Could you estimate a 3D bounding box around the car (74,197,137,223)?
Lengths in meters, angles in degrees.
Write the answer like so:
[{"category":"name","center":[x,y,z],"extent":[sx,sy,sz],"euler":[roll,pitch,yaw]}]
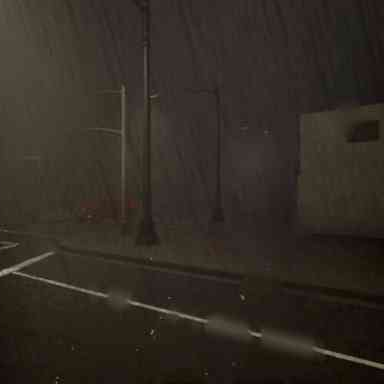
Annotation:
[{"category":"car","center":[-7.079,1.418,27.904],"extent":[2.150,2.045,5.566],"euler":[0,0,36]}]
